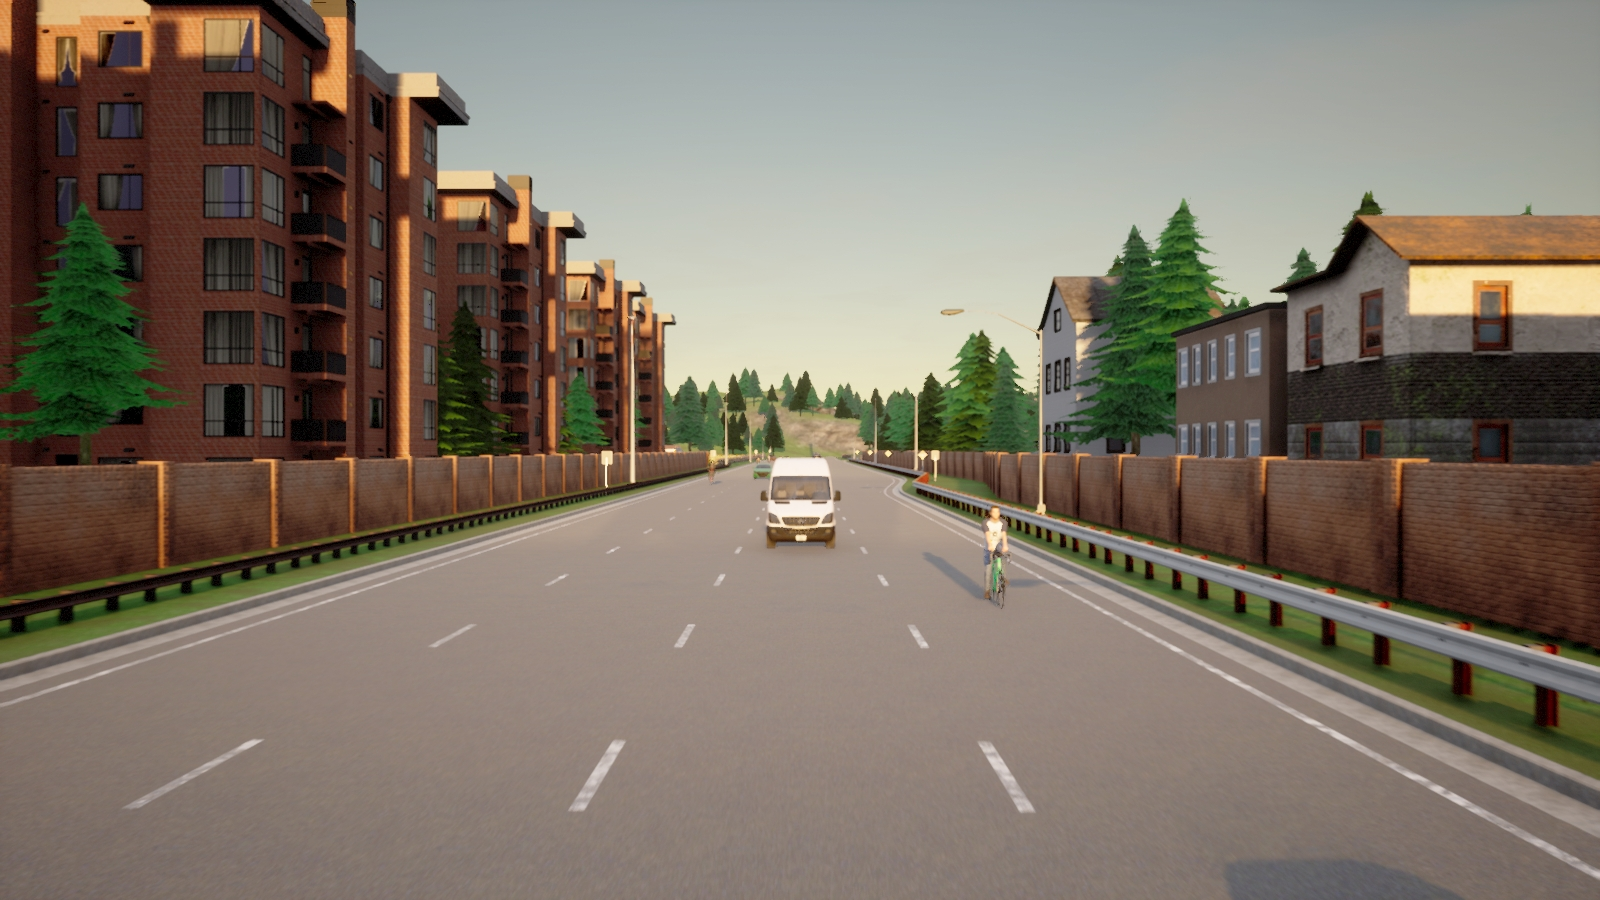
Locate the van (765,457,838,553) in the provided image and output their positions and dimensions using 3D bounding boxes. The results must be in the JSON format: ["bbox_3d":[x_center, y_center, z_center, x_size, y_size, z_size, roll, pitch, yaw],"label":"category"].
[{"bbox_3d":[0.030,1.523,34.167,1.988,2.561,5.915,0,0,0],"label":"van"}]

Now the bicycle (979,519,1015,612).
[{"bbox_3d":[3.524,2.049,20.524,0.373,1.496,1.643,0,0,0],"label":"bicycle"}]
